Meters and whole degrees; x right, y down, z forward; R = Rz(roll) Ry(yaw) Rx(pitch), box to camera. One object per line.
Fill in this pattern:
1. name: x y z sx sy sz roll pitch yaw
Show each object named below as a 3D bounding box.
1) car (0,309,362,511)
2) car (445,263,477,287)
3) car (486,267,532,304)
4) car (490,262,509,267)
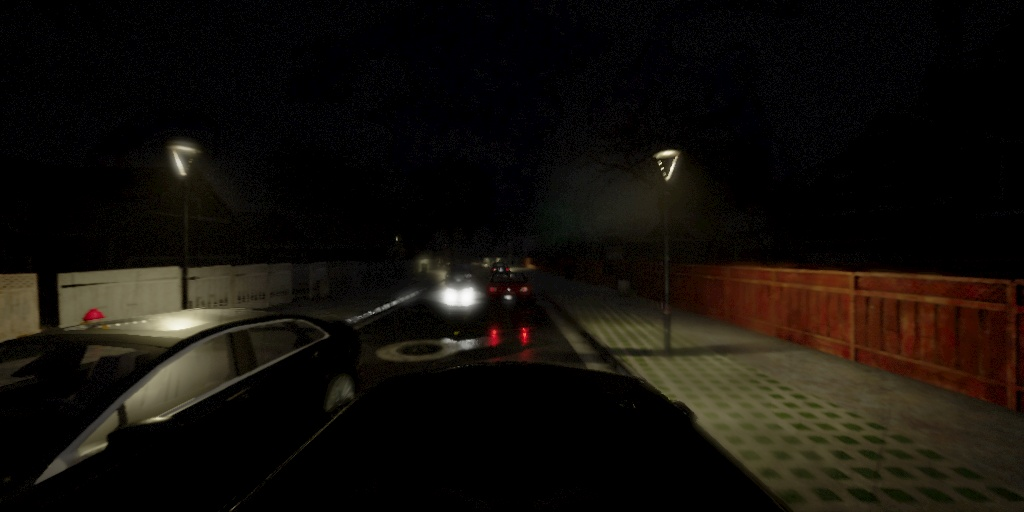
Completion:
1. car: -2.825 1.246 2.607 2.128 1.511 4.902 0 0 1
2. car: -3.486 1.255 24.943 2.128 1.511 4.902 0 0 -3
3. car: -0.187 1.355 16.378 1.895 1.301 4.718 0 0 -2
4. car: -1.201 1.314 35.880 2.033 1.411 5.357 0 0 -4
